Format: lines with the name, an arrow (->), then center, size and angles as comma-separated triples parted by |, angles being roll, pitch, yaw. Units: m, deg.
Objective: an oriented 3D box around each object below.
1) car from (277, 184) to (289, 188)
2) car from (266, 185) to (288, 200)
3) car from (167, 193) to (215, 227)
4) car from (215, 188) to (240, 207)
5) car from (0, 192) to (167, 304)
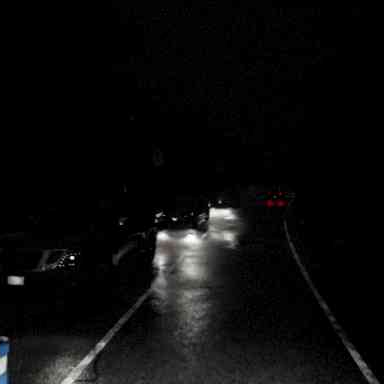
car -> 12.945, -0.388, 48.192 | 1.837, 1.490, 4.892 | 0, 3, 16
car -> 9.739, 0.144, 38.408 | 1.895, 1.301, 4.718 | 0, 3, 19
car -> -0.234, 0.966, 18.403 | 1.837, 1.490, 4.892 | 0, 3, 15
car -> 3.076, 0.457, 29.711 | 2.128, 1.511, 4.902 | 0, 3, 19
car -> -2.453, 1.057, 8.255 | 2.150, 2.045, 5.566 | 1, 2, 10
